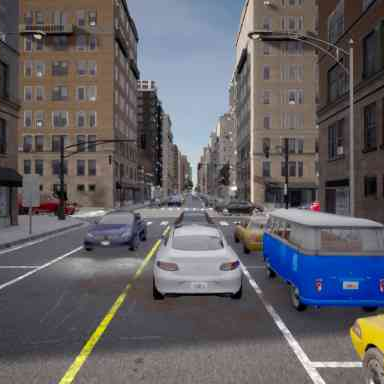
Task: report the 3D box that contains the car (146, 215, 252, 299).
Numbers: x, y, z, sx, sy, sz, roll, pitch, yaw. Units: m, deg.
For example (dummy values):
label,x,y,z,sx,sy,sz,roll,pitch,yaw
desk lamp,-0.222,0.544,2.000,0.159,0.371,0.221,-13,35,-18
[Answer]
label,x,y,z,sx,sy,sz,roll,pitch,yaw
car,0.084,1.527,8.317,1.812,1.442,4.674,0,0,-1

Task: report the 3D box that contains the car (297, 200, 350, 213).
label,x,y,z,sx,sy,sz,roll,pitch,yaw
car,15.241,1.712,38.814,5.357,1.411,2.033,0,-1,0

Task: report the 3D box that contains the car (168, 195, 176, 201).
label,x,y,z,sx,sy,sz,roll,pitch,yaw
car,-5.024,1.526,83.923,1.752,1.417,4.829,1,0,1

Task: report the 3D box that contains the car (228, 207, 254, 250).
label,x,y,z,sx,sy,sz,roll,pitch,yaw
car,2.689,1.528,13.313,1.752,1.417,4.829,1,0,0

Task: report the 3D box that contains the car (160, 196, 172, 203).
label,x,y,z,sx,sy,sz,roll,pitch,yaw
car,-5.251,1.549,67.506,1.887,1.381,4.507,1,0,1

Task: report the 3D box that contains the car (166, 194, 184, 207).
label,x,y,z,sx,sy,sz,roll,pitch,yaw
car,-2.702,1.483,52.247,1.882,1.535,5.008,0,0,1

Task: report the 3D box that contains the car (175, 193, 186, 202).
label,x,y,z,sx,sy,sz,roll,pitch,yaw
car,-2.543,1.482,61.907,1.882,1.535,5.008,0,0,1

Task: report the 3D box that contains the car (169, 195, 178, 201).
label,x,y,z,sx,sy,sz,roll,pitch,yaw
car,-4.946,1.565,89.621,1.947,1.339,4.313,1,0,1

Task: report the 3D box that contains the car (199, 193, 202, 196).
label,x,y,z,sx,sy,sz,roll,pitch,yaw
car,3.579,1.549,89.517,2.008,1.369,4.403,1,0,1

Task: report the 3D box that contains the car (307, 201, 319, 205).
label,x,y,z,sx,sy,sz,roll,pitch,yaw
car,15.592,1.357,35.566,5.566,2.045,2.150,0,-1,0

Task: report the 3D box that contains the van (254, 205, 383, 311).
label,x,y,z,sx,sy,sz,roll,pitch,yaw
van,2.685,1.342,7.469,1.690,1.788,3.998,1,0,0

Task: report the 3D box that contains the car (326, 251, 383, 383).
label,x,y,z,sx,sy,sz,roll,pitch,yaw
car,2.678,1.526,1.966,1.752,1.417,4.829,1,0,0

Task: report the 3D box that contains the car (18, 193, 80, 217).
label,x,y,z,sx,sy,sz,roll,pitch,yaw
car,-12.676,1.090,28.854,5.566,2.045,2.150,0,-1,4

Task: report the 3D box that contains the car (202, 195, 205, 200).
label,x,y,z,sx,sy,sz,roll,pitch,yaw
car,3.120,1.549,56.336,1.887,1.381,4.507,1,0,1

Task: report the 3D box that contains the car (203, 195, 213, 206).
label,x,y,z,sx,sy,sz,roll,pitch,yaw
car,3.044,1.570,50.806,1.947,1.339,4.313,1,0,1

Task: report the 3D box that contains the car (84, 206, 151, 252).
label,x,y,z,sx,sy,sz,roll,pitch,yaw
car,-2.979,1.528,13.953,1.812,1.442,4.674,0,0,1

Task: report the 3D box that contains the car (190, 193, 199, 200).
label,x,y,z,sx,sy,sz,roll,pitch,yaw
car,0.936,1.522,91.853,1.812,1.442,4.674,0,0,1

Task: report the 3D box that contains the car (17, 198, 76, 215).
label,x,y,z,sx,sy,sz,roll,pitch,yaw
car,-14.037,1.397,32.344,4.892,1.490,1.837,0,-1,0

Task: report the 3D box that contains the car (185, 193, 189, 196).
label,x,y,z,sx,sy,sz,roll,pitch,yaw
car,-2.338,1.359,72.034,2.097,1.767,4.553,0,0,1

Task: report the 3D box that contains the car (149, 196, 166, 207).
label,x,y,z,sx,sy,sz,roll,pitch,yaw
car,-5.482,1.588,50.920,1.802,1.307,4.206,1,0,1

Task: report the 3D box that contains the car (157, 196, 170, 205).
label,x,y,z,sx,sy,sz,roll,pitch,yaw
car,-5.328,1.555,61.977,2.008,1.369,4.403,1,0,1

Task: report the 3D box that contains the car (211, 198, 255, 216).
label,x,y,z,sx,sy,sz,roll,pitch,yaw
car,4.549,1.521,32.184,4.892,1.490,1.837,0,0,0

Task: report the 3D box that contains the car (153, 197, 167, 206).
label,x,y,z,sx,sy,sz,roll,pitch,yaw
car,-5.405,1.571,56.449,1.947,1.339,4.313,1,0,1

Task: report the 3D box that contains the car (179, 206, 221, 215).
label,x,y,z,sx,sy,sz,roll,pitch,yaw
car,0.108,1.566,15.653,1.994,1.385,4.181,0,0,0

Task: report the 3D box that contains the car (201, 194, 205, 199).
label,x,y,z,sx,sy,sz,roll,pitch,yaw
car,3.196,1.555,61.866,2.008,1.369,4.403,1,0,1
